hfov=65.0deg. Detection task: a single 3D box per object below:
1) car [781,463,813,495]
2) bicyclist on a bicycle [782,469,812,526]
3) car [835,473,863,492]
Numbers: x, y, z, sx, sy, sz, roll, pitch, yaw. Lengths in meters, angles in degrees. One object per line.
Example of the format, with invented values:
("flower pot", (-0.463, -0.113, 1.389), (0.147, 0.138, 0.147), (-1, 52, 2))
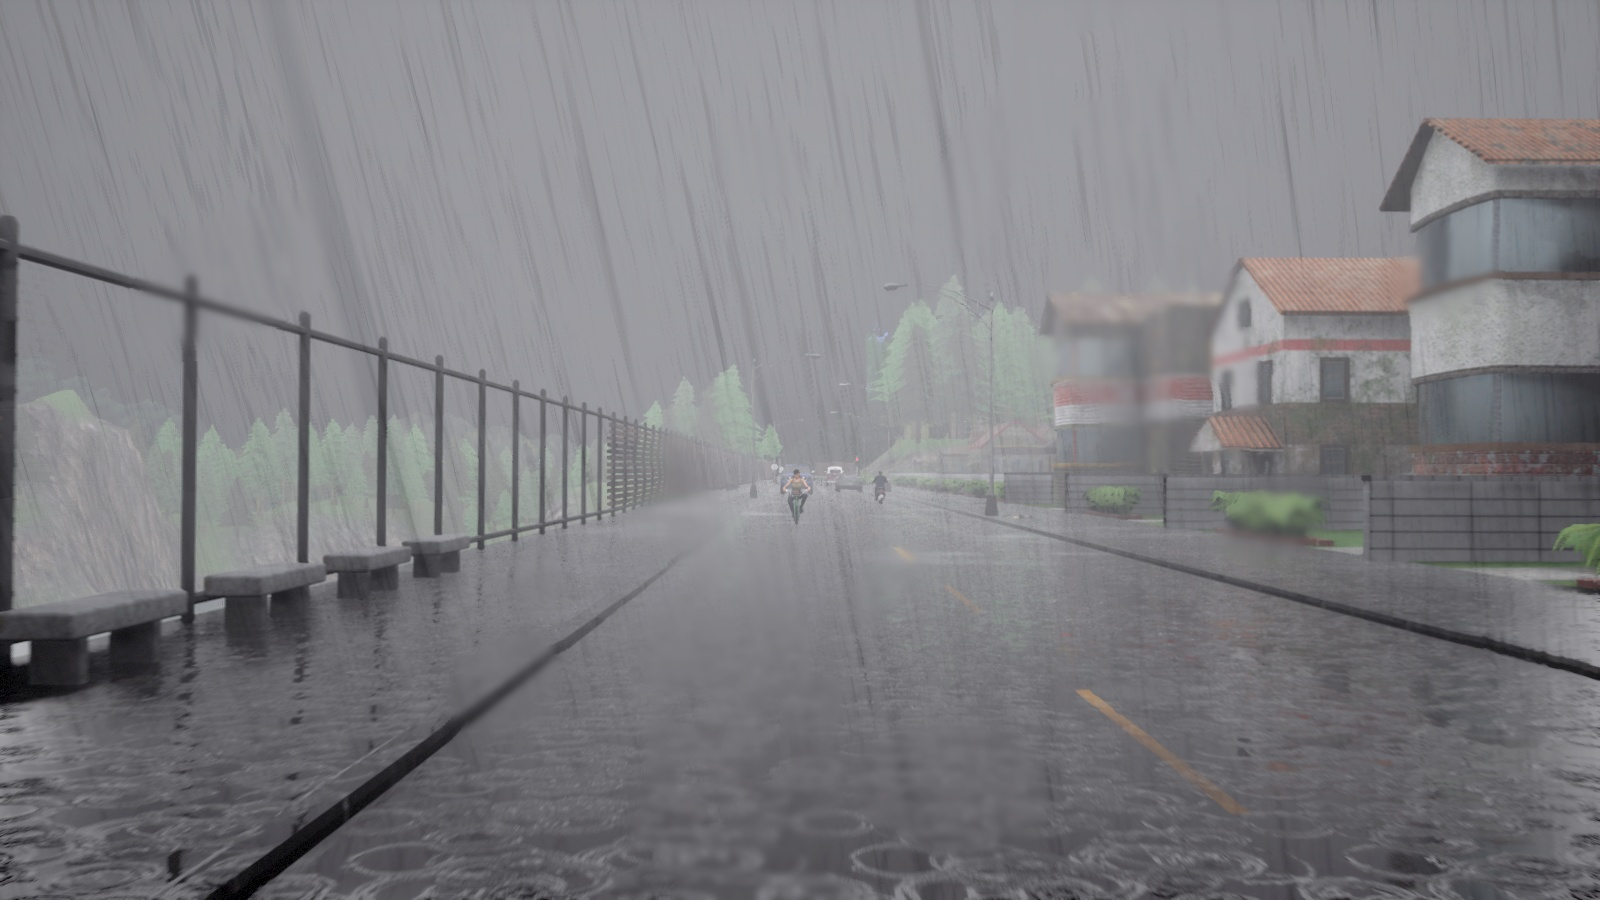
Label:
("car", (-0.208, 1.964, 85.293), (2.150, 2.045, 5.566), (0, -1, 0))
("bicyclist on a bicycle", (-0.084, 1.362, 36.438), (0.866, 1.612, 1.509), (0, -1, 0))
("car", (3.765, 2.485, 96.873), (1.994, 1.385, 4.181), (0, -1, 0))
